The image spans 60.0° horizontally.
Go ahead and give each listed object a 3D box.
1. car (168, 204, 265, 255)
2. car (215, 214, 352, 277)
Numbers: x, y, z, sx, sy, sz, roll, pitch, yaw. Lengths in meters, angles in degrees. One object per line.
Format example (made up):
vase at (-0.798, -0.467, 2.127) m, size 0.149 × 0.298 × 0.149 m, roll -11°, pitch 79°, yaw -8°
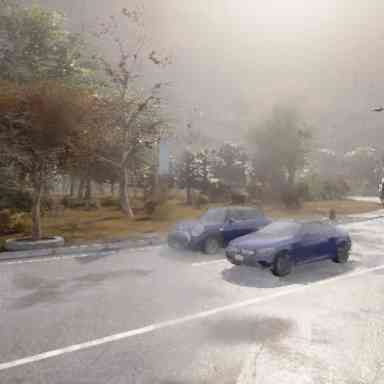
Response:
car at (1.267, 1.379, 13.482) m, size 4.553 × 1.767 × 2.097 m, roll 0°, pitch 0°, yaw -35°
car at (3.202, 1.553, 10.490) m, size 4.674 × 1.442 × 1.812 m, roll 0°, pitch 0°, yaw -35°
